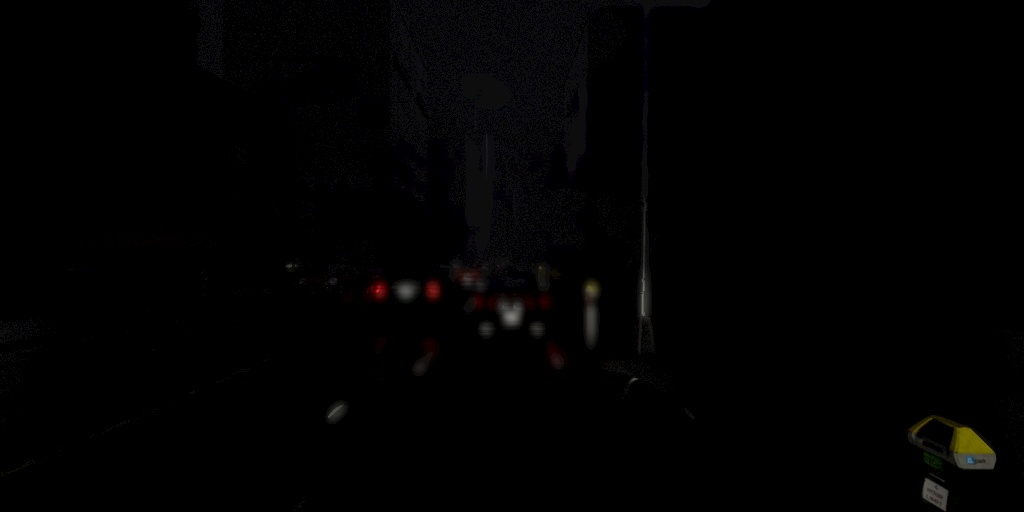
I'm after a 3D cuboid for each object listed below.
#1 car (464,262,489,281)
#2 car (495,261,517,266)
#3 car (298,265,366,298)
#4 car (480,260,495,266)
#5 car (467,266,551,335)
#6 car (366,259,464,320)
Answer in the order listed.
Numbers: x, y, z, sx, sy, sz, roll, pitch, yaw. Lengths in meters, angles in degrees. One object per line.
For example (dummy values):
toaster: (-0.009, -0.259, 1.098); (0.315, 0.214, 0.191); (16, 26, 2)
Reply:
car: (-3.064, 1.342, 27.169); (1.895, 1.301, 4.718); (0, 0, 0)
car: (-0.273, 1.287, 34.789); (2.007, 1.370, 4.403); (0, 0, 0)
car: (-8.815, 1.185, 18.031); (1.967, 1.591, 4.097); (0, 0, 0)
car: (-3.061, 1.234, 43.060); (1.837, 1.490, 4.892); (0, 0, 0)
car: (-0.006, 1.225, 10.502); (1.882, 1.535, 5.008); (0, 0, 0)
car: (-3.146, 1.099, 12.763); (2.097, 1.767, 4.553); (0, 0, 0)
